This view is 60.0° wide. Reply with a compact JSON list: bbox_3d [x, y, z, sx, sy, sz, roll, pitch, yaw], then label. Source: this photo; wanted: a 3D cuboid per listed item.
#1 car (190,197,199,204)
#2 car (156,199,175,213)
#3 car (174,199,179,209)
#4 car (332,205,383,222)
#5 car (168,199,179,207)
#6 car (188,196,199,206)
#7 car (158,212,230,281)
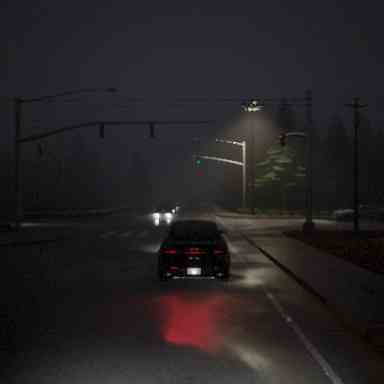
[{"bbox_3d":[0.659,2.109,82.186,2.097,1.767,4.553,0,-1,2],"label":"car"},{"bbox_3d":[-3.599,2.003,43.827,1.895,1.301,4.718,0,-1,0],"label":"car"},{"bbox_3d":[-3.576,1.965,53.110,1.882,1.535,5.008,0,-1,0],"label":"car"},{"bbox_3d":[14.553,1.815,28.551,4.674,1.442,1.812,0,-1,1],"label":"car"},{"bbox_3d":[-3.464,2.084,63.130,1.837,1.490,4.892,0,-1,1],"label":"car"},{"bbox_3d":[0.291,1.883,71.776,2.150,2.045,5.566,0,-1,2],"label":"car"},{"bbox_3d":[0.064,1.596,10.136,1.837,1.490,4.892,0,0,0],"label":"car"}]
